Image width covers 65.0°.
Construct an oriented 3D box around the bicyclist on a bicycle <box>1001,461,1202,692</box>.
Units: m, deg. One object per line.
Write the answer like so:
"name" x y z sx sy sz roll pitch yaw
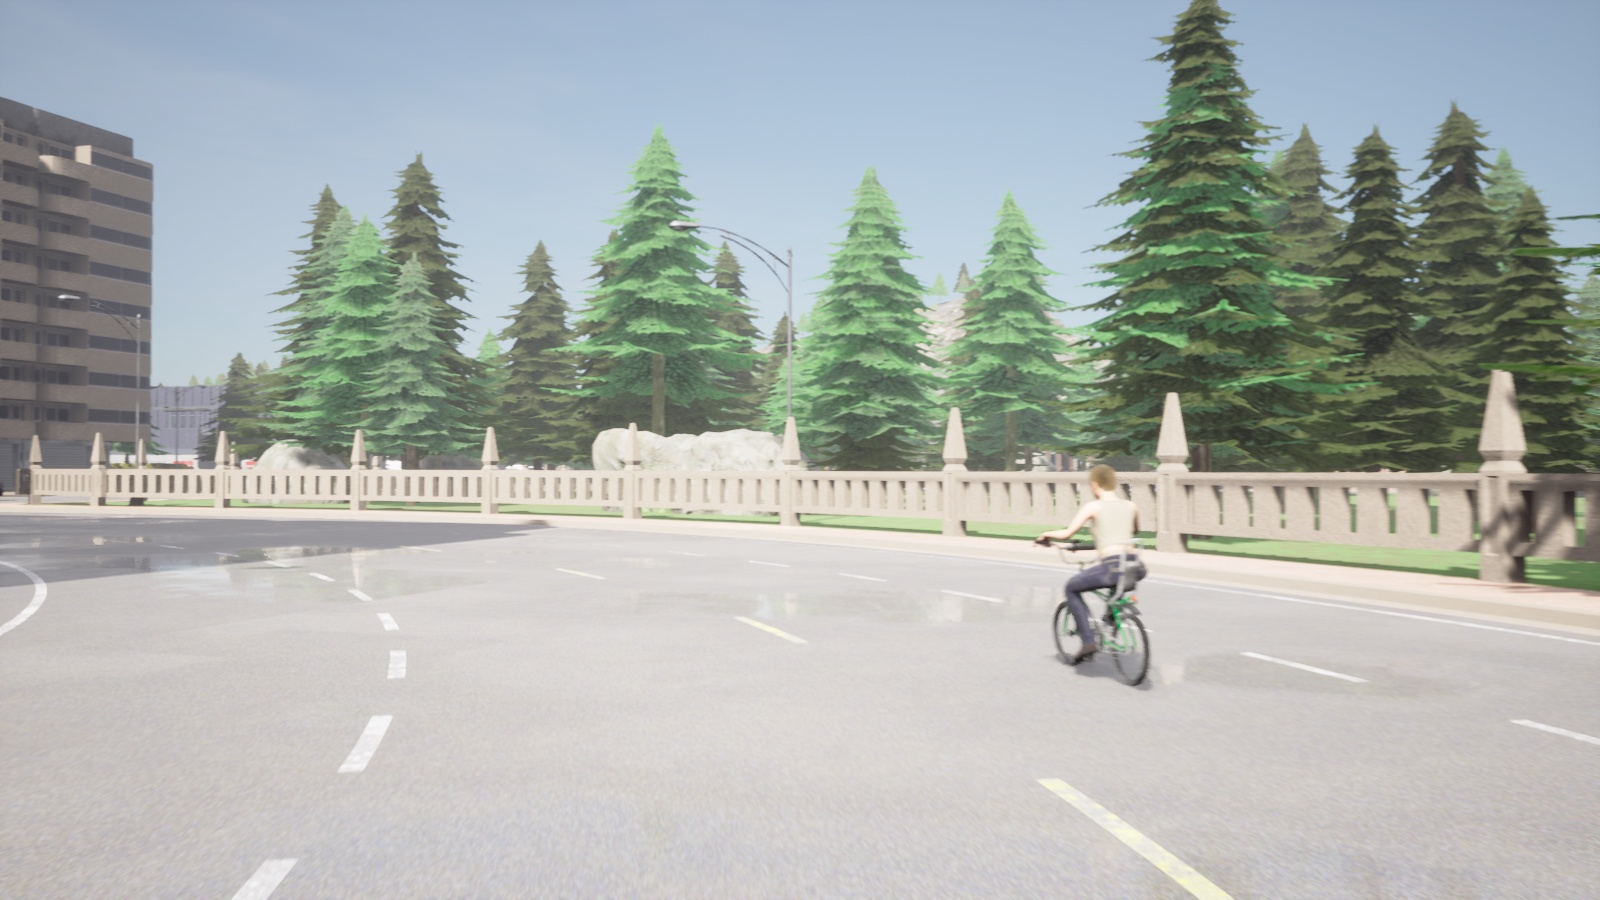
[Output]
"bicyclist on a bicycle" 2.268 0.902 9.657 0.866 1.612 1.509 -1 -1 -14
